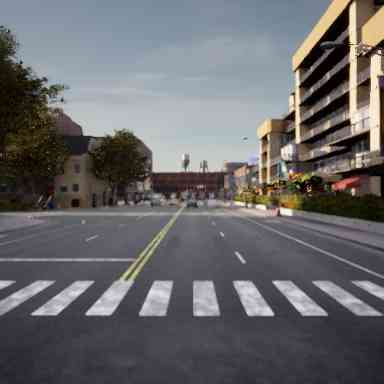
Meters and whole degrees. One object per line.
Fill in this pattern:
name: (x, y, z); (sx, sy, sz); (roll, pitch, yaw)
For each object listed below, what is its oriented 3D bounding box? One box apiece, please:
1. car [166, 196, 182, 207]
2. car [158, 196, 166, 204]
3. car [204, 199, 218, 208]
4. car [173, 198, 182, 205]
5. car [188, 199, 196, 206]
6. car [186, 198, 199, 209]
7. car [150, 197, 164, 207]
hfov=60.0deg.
car: (-3.525, 2.138, 64.732); (1.882, 1.535, 5.008); (0, -1, 1)
car: (-7.005, 2.312, 81.398); (1.812, 1.442, 4.674); (0, -1, 0)
car: (3.562, 2.122, 58.419); (1.812, 1.442, 4.674); (0, -1, 0)
car: (-3.505, 2.313, 81.392); (2.128, 1.511, 4.902); (0, -1, 0)
car: (-0.004, 2.371, 76.013); (1.895, 1.301, 4.718); (0, -1, 0)
car: (0.061, 2.101, 58.216); (1.837, 1.490, 4.892); (0, 0, 0)
car: (-7.025, 2.163, 64.738); (1.837, 1.490, 4.892); (0, -1, 1)
